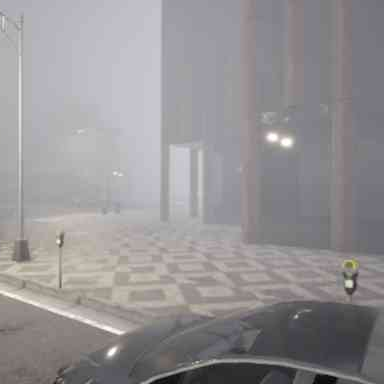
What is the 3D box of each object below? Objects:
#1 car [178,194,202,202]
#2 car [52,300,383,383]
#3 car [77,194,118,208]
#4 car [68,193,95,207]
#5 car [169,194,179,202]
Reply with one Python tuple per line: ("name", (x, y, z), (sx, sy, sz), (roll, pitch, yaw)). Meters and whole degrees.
("car", (0.051, 1.179, 59.184), (1.994, 1.385, 4.181), (0, 1, 35))
("car", (0.804, 1.553, 2.400), (4.313, 1.339, 1.947), (0, 1, 35))
("car", (-11.663, 1.334, 42.276), (1.895, 1.301, 4.718), (0, 1, 35))
("car", (-14.157, 1.061, 44.374), (2.097, 1.767, 4.553), (0, 1, 35))
("car", (-2.588, 1.118, 61.079), (1.837, 1.490, 4.892), (0, 1, 34))
